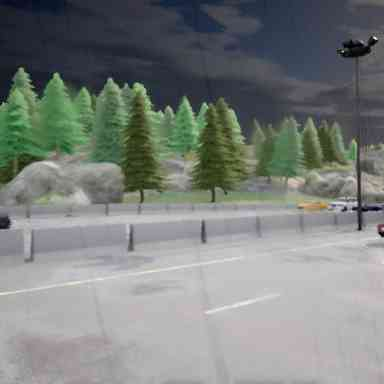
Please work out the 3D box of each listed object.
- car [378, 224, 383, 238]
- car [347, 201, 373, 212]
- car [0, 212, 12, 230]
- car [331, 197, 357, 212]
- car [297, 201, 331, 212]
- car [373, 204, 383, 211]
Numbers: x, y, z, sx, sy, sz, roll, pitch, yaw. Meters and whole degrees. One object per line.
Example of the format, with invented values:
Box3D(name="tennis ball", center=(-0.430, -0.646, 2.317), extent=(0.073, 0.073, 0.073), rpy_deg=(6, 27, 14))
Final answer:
Box3D(name="car", center=(10.877, 1.727, 15.811), extent=(4.718, 1.301, 1.895), rpy_deg=(1, 0, -36))
Box3D(name="car", center=(21.618, 2.083, 40.905), extent=(4.718, 1.301, 1.895), rpy_deg=(1, -1, -35))
Box3D(name="car", center=(-11.965, 1.505, 16.954), extent=(4.892, 1.490, 1.837), rpy_deg=(0, 0, -36))
Box3D(name="car", center=(20.499, 1.726, 44.399), extent=(5.566, 2.045, 2.150), rpy_deg=(1, -1, -35))
Box3D(name="car", center=(16.574, 1.936, 45.895), extent=(5.008, 1.535, 1.882), rpy_deg=(2, -1, -35))
Box3D(name="car", center=(22.867, 1.940, 37.496), extent=(5.008, 1.535, 1.882), rpy_deg=(1, -1, -35))
